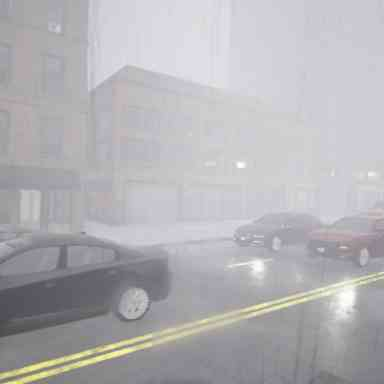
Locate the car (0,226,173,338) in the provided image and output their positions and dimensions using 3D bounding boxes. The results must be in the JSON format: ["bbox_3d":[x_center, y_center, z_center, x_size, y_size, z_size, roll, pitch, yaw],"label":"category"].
[{"bbox_3d":[-2.714,1.488,5.731,5.008,1.535,1.882,1,-1,-35],"label":"car"}]

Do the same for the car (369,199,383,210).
[{"bbox_3d":[12.612,1.443,20.617,5.566,2.045,2.150,0,0,-35],"label":"car"}]

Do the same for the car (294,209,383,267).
[{"bbox_3d":[6.169,1.600,12.069,5.008,1.535,1.882,1,0,-35],"label":"car"}]

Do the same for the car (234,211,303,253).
[{"bbox_3d":[3.972,1.623,14.490,4.892,1.490,1.837,1,0,-36],"label":"car"}]
